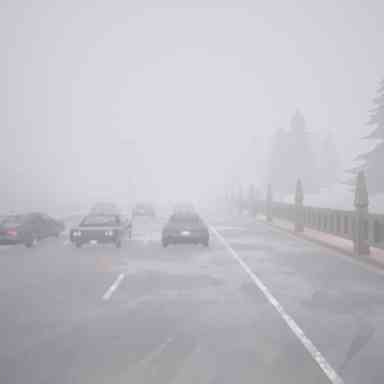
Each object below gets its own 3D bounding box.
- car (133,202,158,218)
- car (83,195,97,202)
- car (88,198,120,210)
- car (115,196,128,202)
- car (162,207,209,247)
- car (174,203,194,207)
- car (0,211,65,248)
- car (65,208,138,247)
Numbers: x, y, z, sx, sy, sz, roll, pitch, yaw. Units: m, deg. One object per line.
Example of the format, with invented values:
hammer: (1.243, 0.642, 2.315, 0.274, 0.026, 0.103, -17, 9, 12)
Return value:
car: (-4.208, 1.570, 29.763, 1.994, 1.385, 4.181, 0, 0, -1)
car: (-22.751, 1.467, 74.365, 1.882, 1.535, 5.008, 0, 0, -1)
car: (-7.707, 1.560, 29.681, 2.033, 1.411, 5.357, 0, 0, -1)
car: (-15.753, 1.584, 74.498, 1.895, 1.301, 4.718, 0, 0, -1)
car: (-0.318, 1.570, 14.957, 1.994, 1.385, 4.181, 0, 0, -2)
car: (-0.710, 1.614, 29.874, 1.895, 1.301, 4.718, 0, 0, -1)
car: (-7.313, 1.560, 14.708, 2.033, 1.411, 5.357, 0, 0, -2)
car: (-3.817, 1.613, 14.863, 1.895, 1.301, 4.718, 0, 0, -2)
